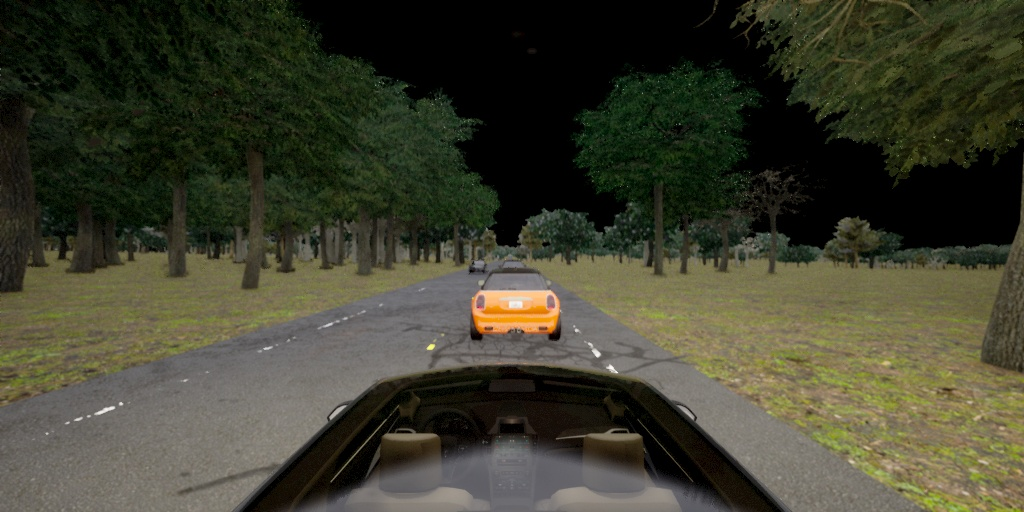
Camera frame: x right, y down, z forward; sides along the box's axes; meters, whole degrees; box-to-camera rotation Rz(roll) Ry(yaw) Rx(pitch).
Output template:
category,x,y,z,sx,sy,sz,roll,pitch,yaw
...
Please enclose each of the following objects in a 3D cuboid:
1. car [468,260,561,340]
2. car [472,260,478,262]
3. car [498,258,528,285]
category,x,y,z,sx,sy,sz,roll,pitch,yaw
car,0.079,1.091,10.052,2.097,1.767,4.553,0,0,0
car,-3.702,1.218,39.567,1.837,1.490,4.892,0,0,0
car,0.034,1.069,26.789,2.097,1.767,4.553,0,0,-1
